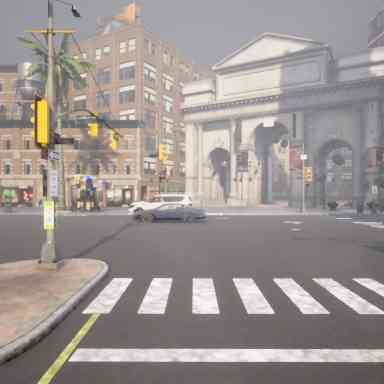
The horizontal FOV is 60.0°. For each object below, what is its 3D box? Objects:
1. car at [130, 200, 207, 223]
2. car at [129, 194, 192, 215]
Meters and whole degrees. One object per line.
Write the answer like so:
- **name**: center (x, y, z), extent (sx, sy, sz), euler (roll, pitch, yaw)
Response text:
- **car**: center (-1.581, 1.547, 24.839), extent (5.357, 1.411, 2.033), euler (0, 0, 0)
- **car**: center (-2.524, 1.221, 28.348), extent (5.566, 2.045, 2.150), euler (0, 0, 0)
